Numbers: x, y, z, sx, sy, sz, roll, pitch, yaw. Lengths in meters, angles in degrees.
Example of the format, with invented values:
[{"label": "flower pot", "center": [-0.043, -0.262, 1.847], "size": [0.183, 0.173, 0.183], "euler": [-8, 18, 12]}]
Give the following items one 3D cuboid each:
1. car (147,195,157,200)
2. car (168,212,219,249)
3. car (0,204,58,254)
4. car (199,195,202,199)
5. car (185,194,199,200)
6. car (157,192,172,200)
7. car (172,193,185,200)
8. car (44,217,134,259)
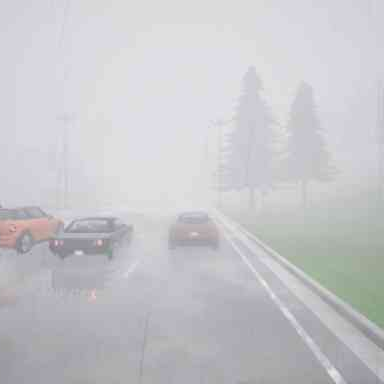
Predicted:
[{"label": "car", "center": [-10.460, 1.345, 86.603], "size": [1.994, 1.385, 4.181], "euler": [0, 0, 2]}, {"label": "car", "center": [0.073, 1.530, 14.295], "size": [1.994, 1.385, 4.181], "euler": [0, 0, 0]}, {"label": "car", "center": [-6.932, 1.318, 13.535], "size": [2.097, 1.767, 4.553], "euler": [0, 0, 0]}, {"label": "car", "center": [1.488, 1.278, 95.382], "size": [1.994, 1.385, 4.181], "euler": [0, 0, 17]}, {"label": "car", "center": [0.023, 1.389, 85.516], "size": [1.895, 1.301, 4.718], "euler": [0, 0, 2]}, {"label": "car", "center": [-6.971, 1.018, 85.891], "size": [2.150, 2.045, 5.566], "euler": [0, 0, 2]}, {"label": "car", "center": [-3.478, 1.318, 85.521], "size": [1.812, 1.442, 4.674], "euler": [0, 0, 2]}, {"label": "car", "center": [-3.438, 1.571, 12.402], "size": [1.895, 1.301, 4.718], "euler": [0, 0, 0]}]
